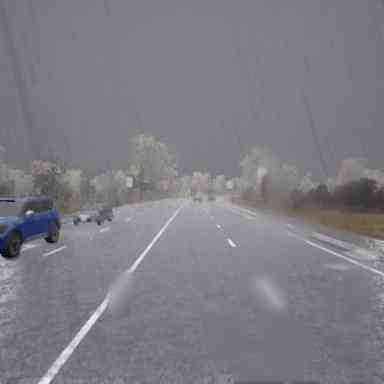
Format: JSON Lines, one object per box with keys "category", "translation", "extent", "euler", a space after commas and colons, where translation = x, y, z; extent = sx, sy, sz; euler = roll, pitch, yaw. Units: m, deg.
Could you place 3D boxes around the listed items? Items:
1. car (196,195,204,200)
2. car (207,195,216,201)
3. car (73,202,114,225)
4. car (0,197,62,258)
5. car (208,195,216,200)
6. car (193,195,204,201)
{"category": "car", "translation": [2.197, 1.516, 94.573], "extent": [1.994, 1.385, 4.181], "euler": [0, 0, 6]}
{"category": "car", "translation": [4.898, 1.607, 84.462], "extent": [1.837, 1.490, 4.892], "euler": [0, 0, 4]}
{"category": "car", "translation": [-7.067, 1.525, 24.246], "extent": [2.128, 1.511, 4.902], "euler": [0, 0, 0]}
{"category": "car", "translation": [-7.092, 1.236, 13.129], "extent": [2.150, 2.045, 5.566], "euler": [0, 0, 0]}
{"category": "car", "translation": [5.723, 1.578, 94.690], "extent": [1.895, 1.301, 4.718], "euler": [0, 0, 6]}
{"category": "car", "translation": [1.406, 1.701, 84.693], "extent": [1.895, 1.301, 4.718], "euler": [0, 0, 4]}
